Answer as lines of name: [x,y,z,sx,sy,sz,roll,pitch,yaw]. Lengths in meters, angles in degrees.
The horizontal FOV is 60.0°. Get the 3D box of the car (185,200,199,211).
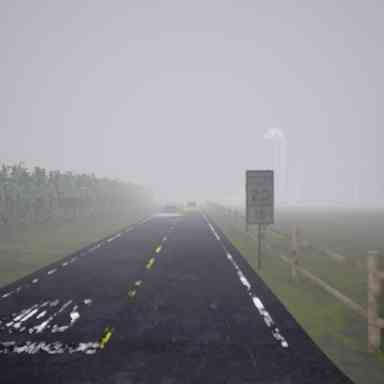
car: [-0.021,2.001,50.980,2.128,1.511,4.902,0,-1,0]

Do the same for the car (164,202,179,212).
car: [-2.767,2.048,45.126,1.895,1.301,4.718,0,-1,0]

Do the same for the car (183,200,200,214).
car: [-0.014,1.877,40.561,1.882,1.535,5.008,0,-1,0]
